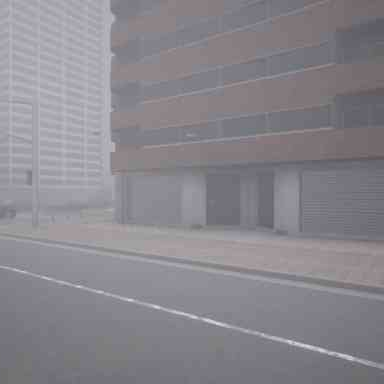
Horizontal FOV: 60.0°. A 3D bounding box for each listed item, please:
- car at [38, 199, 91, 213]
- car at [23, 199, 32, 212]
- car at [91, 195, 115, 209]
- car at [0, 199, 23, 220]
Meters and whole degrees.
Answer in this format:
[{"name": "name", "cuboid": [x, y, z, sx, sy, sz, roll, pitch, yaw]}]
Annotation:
[{"name": "car", "cuboid": [-13.867, 1.601, 36.443, 1.895, 1.301, 4.718, 0, 0, 35]}, {"name": "car", "cuboid": [-18.731, 1.478, 35.579, 1.882, 1.535, 5.008, 0, 0, 35]}, {"name": "car", "cuboid": [-12.779, 1.505, 44.135, 1.837, 1.490, 4.892, 0, 0, 35]}, {"name": "car", "cuboid": [-16.482, 1.477, 26.205, 1.882, 1.535, 5.008, 0, 0, 35]}]
